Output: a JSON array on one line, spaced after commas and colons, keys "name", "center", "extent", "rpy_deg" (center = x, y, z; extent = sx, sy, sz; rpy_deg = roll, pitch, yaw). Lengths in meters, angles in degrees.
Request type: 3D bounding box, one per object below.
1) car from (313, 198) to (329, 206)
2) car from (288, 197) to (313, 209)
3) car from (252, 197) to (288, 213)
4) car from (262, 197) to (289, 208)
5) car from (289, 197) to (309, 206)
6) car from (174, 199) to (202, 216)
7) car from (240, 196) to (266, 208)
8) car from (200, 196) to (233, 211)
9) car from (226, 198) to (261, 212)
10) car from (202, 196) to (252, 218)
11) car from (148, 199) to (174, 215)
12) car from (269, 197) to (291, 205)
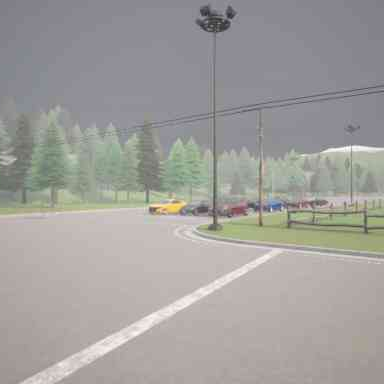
[{"name": "car", "center": [20.420, 1.601, 53.527], "extent": [1.895, 1.301, 4.718], "rpy_deg": [0, 0, 37]}, {"name": "car", "center": [14.439, 1.478, 45.451], "extent": [1.882, 1.535, 5.008], "rpy_deg": [0, 0, 37]}, {"name": "car", "center": [8.806, 1.478, 37.817], "extent": [1.882, 1.535, 5.008], "rpy_deg": [0, 0, 36]}, {"name": "car", "center": [12.238, 1.492, 48.363], "extent": [2.128, 1.511, 4.902], "rpy_deg": [0, 0, 37]}, {"name": "car", "center": [18.193, 1.564, 56.393], "extent": [1.994, 1.385, 4.181], "rpy_deg": [0, 0, 37]}, {"name": "car", "center": [0.657, 1.526, 32.572], "extent": [1.812, 1.442, 4.674], "rpy_deg": [0, 0, 37]}, {"name": "car", "center": [9.357, 1.478, 50.349], "extent": [1.882, 1.535, 5.008], "rpy_deg": [0, 0, 36]}, {"name": "car", "center": [3.197, 1.352, 42.001], "extent": [2.097, 1.767, 4.553], "rpy_deg": [0, 0, 36]}, {"name": "car", "center": [6.293, 1.492, 40.305], "extent": [2.128, 1.511, 4.902], "rpy_deg": [0, 0, 36]}, {"name": "car", "center": [3.313, 1.351, 30.298], "extent": [2.097, 1.767, 4.553], "rpy_deg": [0, 0, 36]}, {"name": "car", "center": [-2.417, 1.478, 34.324], "extent": [1.882, 1.535, 5.008], "rpy_deg": [0, 0, 36]}, {"name": "car", "center": [15.583, 1.547, 58.726], "extent": [2.033, 1.411, 5.357], "rpy_deg": [0, 0, 37]}]
